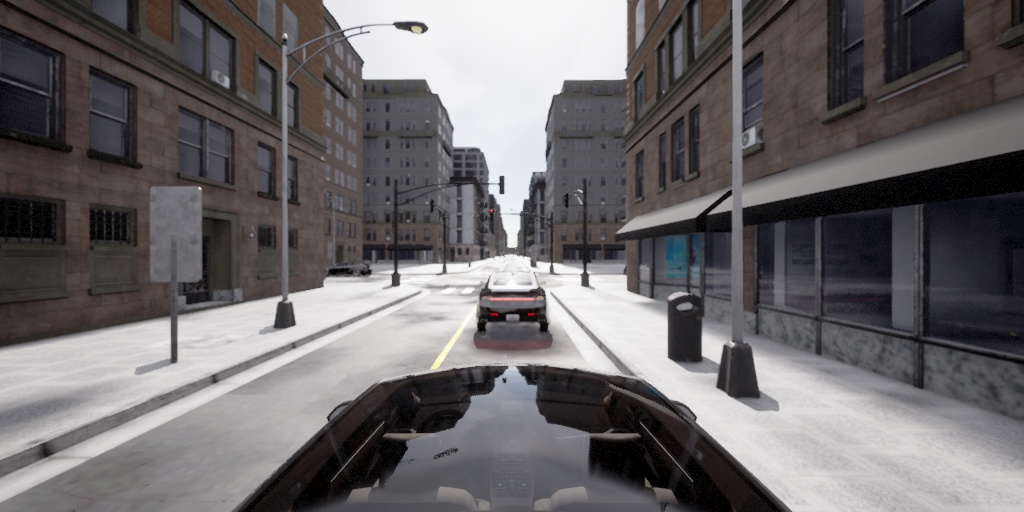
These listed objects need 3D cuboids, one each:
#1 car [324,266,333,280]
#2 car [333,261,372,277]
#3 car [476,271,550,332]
[{"bbox_3d":[-14.705,1.134,23.818,4.313,1.339,1.948,0,0,0],"label":"car"},{"bbox_3d":[-14.675,1.118,31.844,4.313,1.339,1.948,0,0,0],"label":"car"},{"bbox_3d":[0.026,1.178,10.622,2.128,1.511,4.902,0,0,0],"label":"car"}]
